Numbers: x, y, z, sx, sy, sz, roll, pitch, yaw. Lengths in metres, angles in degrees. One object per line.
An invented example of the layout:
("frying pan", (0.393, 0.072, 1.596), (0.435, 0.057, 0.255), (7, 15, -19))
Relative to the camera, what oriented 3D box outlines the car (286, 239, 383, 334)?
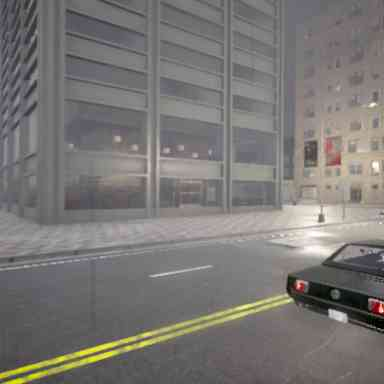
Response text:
("car", (4.013, 1.572, 6.299), (4.718, 1.301, 1.895), (0, 0, -35))
